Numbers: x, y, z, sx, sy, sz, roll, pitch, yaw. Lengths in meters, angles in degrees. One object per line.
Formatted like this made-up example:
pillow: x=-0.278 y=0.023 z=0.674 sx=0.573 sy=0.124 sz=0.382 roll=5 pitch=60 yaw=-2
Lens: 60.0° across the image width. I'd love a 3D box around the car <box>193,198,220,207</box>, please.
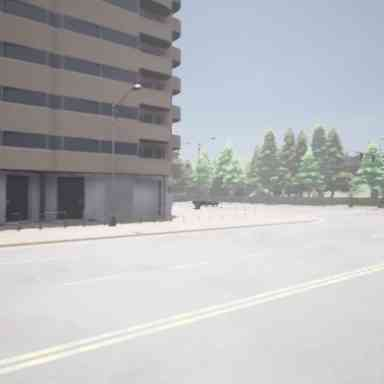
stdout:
car: x=2.266 y=1.634 z=53.327 sx=1.895 sy=1.301 sz=4.718 roll=0 pitch=0 yaw=-37
